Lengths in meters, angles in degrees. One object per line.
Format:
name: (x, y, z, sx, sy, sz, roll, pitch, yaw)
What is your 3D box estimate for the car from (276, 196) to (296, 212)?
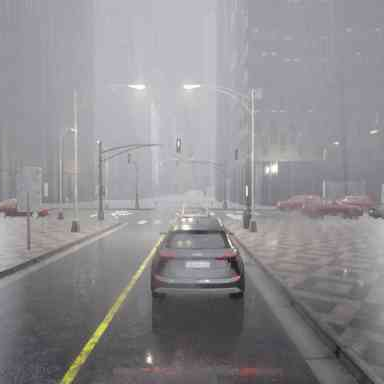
car: (12.218, 1.325, 37.759, 5.009, 1.841, 2.192, 0, 1, 0)

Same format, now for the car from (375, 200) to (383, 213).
car: (23.502, 1.634, 37.762, 4.313, 1.339, 1.947, 0, 1, 0)

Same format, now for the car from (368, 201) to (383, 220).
car: (17.850, 1.742, 29.239, 4.313, 1.339, 1.947, 0, 1, 0)

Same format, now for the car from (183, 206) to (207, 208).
car: (0.147, 1.507, 17.562, 1.837, 1.490, 4.892, 0, 0, 0)

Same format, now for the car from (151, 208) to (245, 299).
car: (0.133, 1.428, 8.475, 2.033, 1.649, 4.856, 0, 0, 1)

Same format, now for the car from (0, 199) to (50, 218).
car: (-14.834, 1.567, 29.236, 4.507, 1.381, 1.887, 0, 1, 0)

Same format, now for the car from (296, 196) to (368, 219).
car: (12.208, 1.463, 29.235, 5.009, 1.841, 2.192, 0, 1, 0)

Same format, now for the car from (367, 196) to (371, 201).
car: (17.861, 1.354, 37.760, 5.009, 1.841, 2.192, 0, 1, 0)
